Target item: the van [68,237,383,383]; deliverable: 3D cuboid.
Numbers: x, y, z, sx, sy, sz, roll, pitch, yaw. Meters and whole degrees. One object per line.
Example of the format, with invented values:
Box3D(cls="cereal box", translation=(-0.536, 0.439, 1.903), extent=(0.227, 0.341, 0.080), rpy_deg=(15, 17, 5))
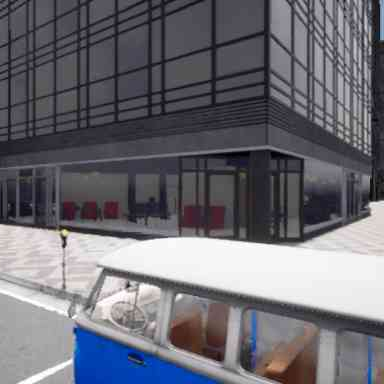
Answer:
Box3D(cls="van", translation=(0.791, 1.339, 2.401), extent=(3.998, 1.788, 1.690), rpy_deg=(0, 0, 35))
